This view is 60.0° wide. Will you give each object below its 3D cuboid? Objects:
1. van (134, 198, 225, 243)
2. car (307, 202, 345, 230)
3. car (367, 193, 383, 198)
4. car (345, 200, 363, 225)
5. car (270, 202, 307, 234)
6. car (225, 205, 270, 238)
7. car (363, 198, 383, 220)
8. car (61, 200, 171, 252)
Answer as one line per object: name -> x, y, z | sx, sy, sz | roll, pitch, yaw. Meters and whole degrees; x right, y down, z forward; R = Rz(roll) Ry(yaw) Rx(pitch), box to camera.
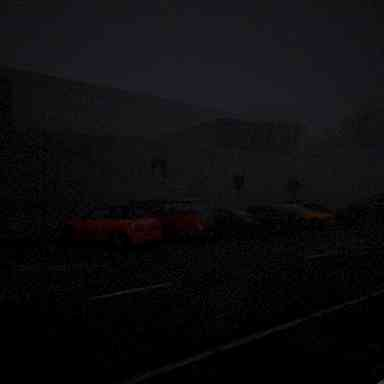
van -> -0.970, 1.265, 15.795 | 4.442, 1.987, 1.878 | -1, -1, 35
car -> 6.377, 1.443, 20.948 | 5.366, 1.575, 1.946 | -1, -1, 35
car -> 15.912, 1.079, 27.990 | 5.566, 2.045, 2.435 | -1, 0, 35
car -> 8.678, 1.456, 22.765 | 4.792, 1.488, 2.163 | -1, -1, 35
car -> 3.763, 1.500, 19.329 | 4.792, 1.488, 2.163 | -1, 0, 35
car -> 1.361, 1.521, 17.578 | 4.674, 1.452, 2.002 | -1, 0, 35
car -> 13.515, 1.405, 26.241 | 4.674, 1.452, 2.002 | -1, 0, 35
car -> -3.480, 1.370, 14.101 | 4.553, 1.767, 2.185 | -1, -1, 34
